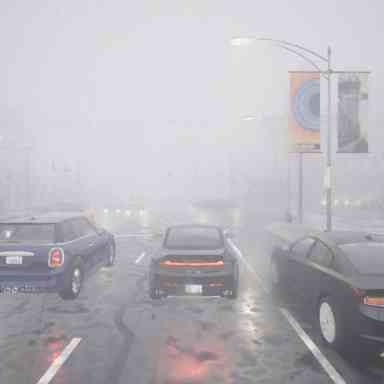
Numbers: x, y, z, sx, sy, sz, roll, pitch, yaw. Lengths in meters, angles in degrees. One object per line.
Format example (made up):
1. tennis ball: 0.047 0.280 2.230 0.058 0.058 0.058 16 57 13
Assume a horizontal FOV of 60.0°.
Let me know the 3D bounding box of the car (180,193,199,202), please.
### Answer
1. car: -0.164 1.225 74.466 2.150 2.045 5.566 0 0 33

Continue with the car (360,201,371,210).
1. car: 23.074 1.353 40.554 4.553 1.767 2.097 0 0 -1

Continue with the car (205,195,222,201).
1. car: 5.586 1.524 86.429 4.674 1.442 1.812 0 0 -44

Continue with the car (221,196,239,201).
1. car: 9.760 1.595 85.338 4.718 1.301 1.895 0 0 -40

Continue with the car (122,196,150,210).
1. car: -7.095 1.351 42.674 2.097 1.767 4.553 0 0 1

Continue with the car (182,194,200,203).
1. car: 0.361 1.564 67.428 1.994 1.385 4.181 0 0 24

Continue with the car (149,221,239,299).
1. car: 0.049 1.505 8.443 1.837 1.490 4.892 0 0 0

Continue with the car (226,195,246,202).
1. car: 10.022 1.525 76.177 2.128 1.511 4.902 0 0 43

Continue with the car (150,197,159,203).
1. car: -8.605 1.564 63.701 1.994 1.385 4.181 0 0 16

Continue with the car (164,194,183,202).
1. car: -4.159 1.355 74.627 2.097 1.767 4.553 0 0 29

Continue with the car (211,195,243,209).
1. car: 3.803 1.547 44.621 2.033 1.411 5.357 0 0 -41

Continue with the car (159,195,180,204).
1. car: -4.701 1.547 64.643 2.033 1.411 5.357 0 0 19

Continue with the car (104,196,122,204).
1. car: -10.558 1.352 45.611 2.097 1.767 4.553 0 0 1

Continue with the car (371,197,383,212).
1. car: 23.109 1.355 37.052 4.553 1.767 2.097 0 0 -1

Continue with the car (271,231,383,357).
1. car: 2.892 1.480 6.284 2.097 1.535 5.008 0 0 0

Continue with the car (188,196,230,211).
1. car: 2.088 1.564 41.405 4.181 1.385 1.994 0 0 41

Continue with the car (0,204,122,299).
1. car: -3.450 1.352 8.625 2.097 1.767 4.553 0 0 0

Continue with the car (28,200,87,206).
1. car: -7.130 1.352 19.096 2.097 1.767 4.553 0 0 0
